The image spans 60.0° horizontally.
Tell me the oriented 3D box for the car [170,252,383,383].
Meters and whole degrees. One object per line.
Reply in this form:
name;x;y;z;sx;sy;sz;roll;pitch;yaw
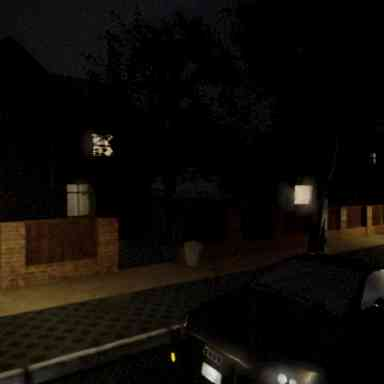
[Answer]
car;1.807;1.565;4.357;4.181;1.385;1.994;0;0;-35
